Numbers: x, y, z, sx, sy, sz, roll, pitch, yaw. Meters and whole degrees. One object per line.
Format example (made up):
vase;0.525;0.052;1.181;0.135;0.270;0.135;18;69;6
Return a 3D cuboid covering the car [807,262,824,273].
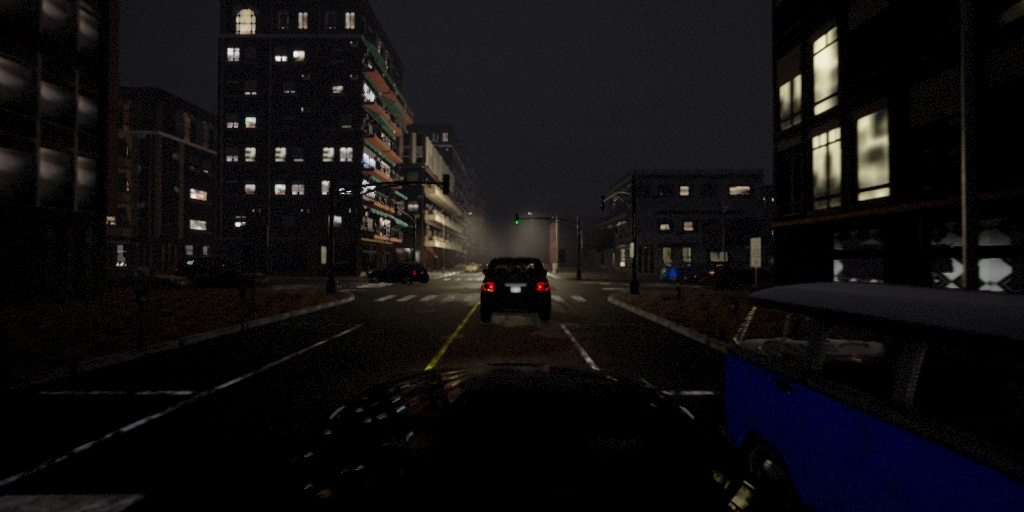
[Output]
car;20.446;1.273;22.495;5.009;1.841;2.192;0;0;0

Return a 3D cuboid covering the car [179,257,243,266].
car;-20.173;1.095;25.003;5.566;2.045;2.150;0;-1;0

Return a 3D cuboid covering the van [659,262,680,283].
van;14.900;1.382;30.861;3.998;1.789;1.690;0;0;0

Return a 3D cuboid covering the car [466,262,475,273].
car;-5.685;1.675;51.753;1.751;1.417;4.829;0;0;0

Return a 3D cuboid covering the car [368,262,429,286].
car;-8.716;1.282;27.504;4.553;1.767;2.097;0;0;21

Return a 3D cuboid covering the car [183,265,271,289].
car;-17.465;1.430;22.408;4.207;1.307;1.802;0;0;0

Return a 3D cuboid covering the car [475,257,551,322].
car;0.111;1.055;12.762;2.150;2.045;5.566;0;0;0

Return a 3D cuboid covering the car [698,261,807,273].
car;14.922;1.255;22.482;5.009;1.841;2.192;0;0;0

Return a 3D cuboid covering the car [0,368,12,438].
car;-5.690;1.315;1.626;1.948;1.339;4.313;0;0;0

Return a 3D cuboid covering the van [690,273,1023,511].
van;2.658;1.090;1.600;1.690;1.789;3.998;0;0;0

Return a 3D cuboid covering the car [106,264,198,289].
car;-22.957;1.363;22.396;4.829;1.417;1.751;0;0;0

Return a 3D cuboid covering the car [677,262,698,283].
car;16.176;1.491;28.283;5.008;1.535;1.882;0;-1;0
